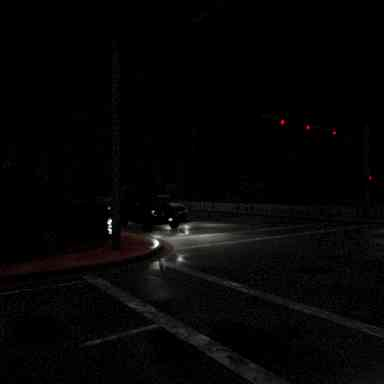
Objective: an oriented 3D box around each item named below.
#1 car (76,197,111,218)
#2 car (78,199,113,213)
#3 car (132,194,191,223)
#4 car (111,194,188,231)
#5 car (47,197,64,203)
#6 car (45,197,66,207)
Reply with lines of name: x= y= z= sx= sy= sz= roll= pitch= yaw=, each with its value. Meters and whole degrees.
car: x=-8.710 y=1.355 z=28.995 sx=2.097 sy=1.767 sz=4.553 roll=0 pitch=0 yaw=-37
car: x=-11.136 y=1.550 z=38.036 sx=2.033 sy=1.411 sz=5.357 roll=0 pitch=0 yaw=-37
car: x=-2.585 y=1.225 z=26.673 sx=2.150 sy=2.045 sz=5.566 roll=0 pitch=0 yaw=-37
car: x=-2.890 y=1.224 z=21.257 sx=2.150 sy=2.045 sz=5.566 roll=0 pitch=0 yaw=-37
car: x=-15.755 y=1.604 z=38.372 sx=1.895 sy=1.301 sz=4.718 roll=0 pitch=0 yaw=-37
car: x=-21.236 y=1.572 z=51.627 sx=1.812 sy=1.442 sz=4.674 roll=0 pitch=0 yaw=-37
